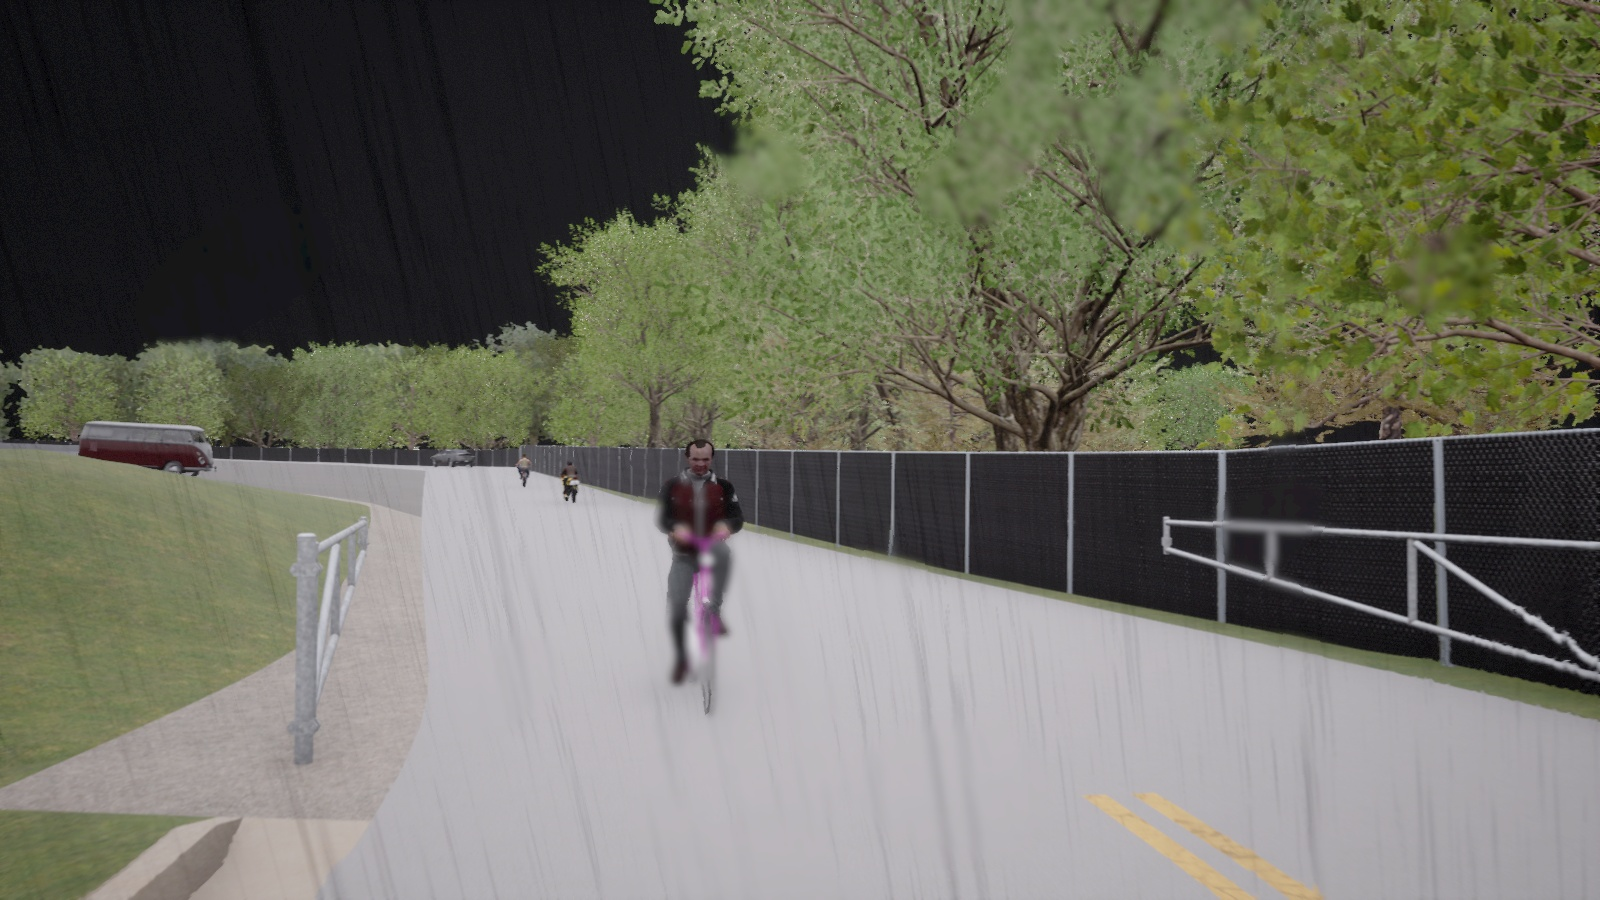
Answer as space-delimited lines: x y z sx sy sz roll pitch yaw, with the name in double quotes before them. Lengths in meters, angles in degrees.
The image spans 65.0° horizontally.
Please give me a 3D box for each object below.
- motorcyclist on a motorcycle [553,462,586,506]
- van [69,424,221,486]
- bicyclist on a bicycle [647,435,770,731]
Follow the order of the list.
"motorcyclist on a motorcycle" -8.416 1.225 45.849 0.797 1.523 2.044 0 0 -21
"van" -23.782 0.225 45.720 4.442 1.987 1.775 3 -2 -5
"bicyclist on a bicycle" -0.661 0.813 8.495 0.659 1.776 1.843 0 -1 -10
